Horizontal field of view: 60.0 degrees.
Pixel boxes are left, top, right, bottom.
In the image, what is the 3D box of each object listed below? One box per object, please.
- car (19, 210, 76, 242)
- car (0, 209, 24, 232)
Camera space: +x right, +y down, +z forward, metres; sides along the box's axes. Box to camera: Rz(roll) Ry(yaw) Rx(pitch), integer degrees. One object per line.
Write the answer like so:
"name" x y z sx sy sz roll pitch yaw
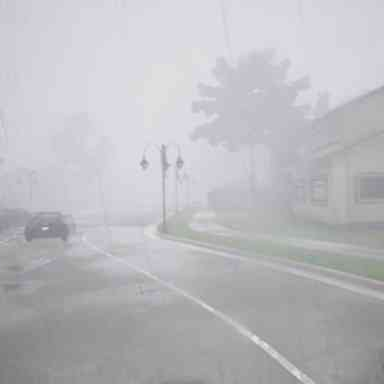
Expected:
"car" -7.469 1.733 17.845 1.994 1.385 4.181 -1 0 -13
"car" -12.290 1.816 22.002 2.033 1.411 5.357 -1 0 12
